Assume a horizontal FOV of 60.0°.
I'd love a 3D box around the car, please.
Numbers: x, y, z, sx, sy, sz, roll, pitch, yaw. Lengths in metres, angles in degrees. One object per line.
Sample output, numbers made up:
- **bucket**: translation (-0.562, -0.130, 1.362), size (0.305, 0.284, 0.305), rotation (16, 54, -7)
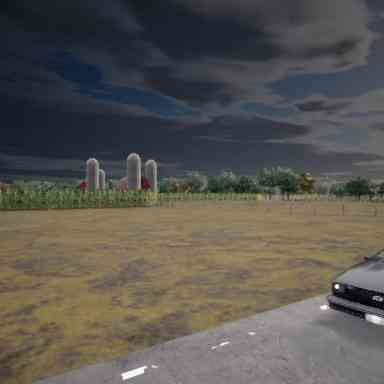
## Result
- **car**: translation (4.958, 1.553, 6.603), size (5.357, 1.411, 2.033), rotation (0, 0, -35)
